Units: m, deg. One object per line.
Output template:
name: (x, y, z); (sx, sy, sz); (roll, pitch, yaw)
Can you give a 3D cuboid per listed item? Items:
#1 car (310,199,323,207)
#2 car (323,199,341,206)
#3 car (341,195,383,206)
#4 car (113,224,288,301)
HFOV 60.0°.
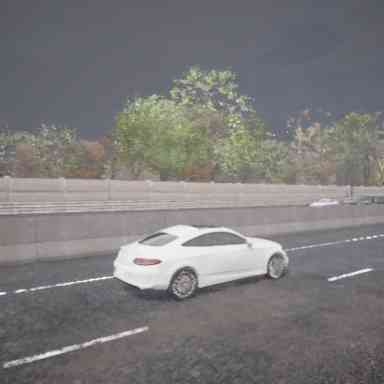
car: (16.761, 1.609, 41.726); (4.674, 1.442, 1.812); (0, 0, -35)
car: (17.425, 1.682, 37.906); (4.718, 1.301, 1.895); (0, 0, -35)
car: (18.132, 1.302, 34.113); (5.566, 2.045, 2.150); (1, 0, -35)
car: (0.382, 1.533, 8.318); (4.674, 1.442, 1.812); (0, 0, -36)
